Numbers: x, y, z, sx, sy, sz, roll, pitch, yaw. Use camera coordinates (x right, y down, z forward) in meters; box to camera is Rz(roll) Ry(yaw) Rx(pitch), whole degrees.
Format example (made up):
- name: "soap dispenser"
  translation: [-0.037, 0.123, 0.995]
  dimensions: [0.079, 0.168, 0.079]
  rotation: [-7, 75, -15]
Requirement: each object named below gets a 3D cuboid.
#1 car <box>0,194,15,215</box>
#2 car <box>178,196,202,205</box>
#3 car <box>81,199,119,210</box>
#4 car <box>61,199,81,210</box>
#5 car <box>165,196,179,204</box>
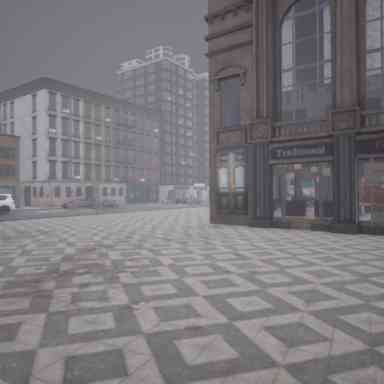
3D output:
- name: "car"
  translation: [-19.643, 1.215, 31.196]
  dimensions: [2.150, 2.045, 5.566]
  rotation: [-1, 0, 37]
- name: "car"
  translation: [0.048, 1.504, 58.544]
  dimensions: [1.994, 1.385, 4.181]
  rotation: [-1, 0, 36]
- name: "car"
  translation: [-11.463, 1.528, 42.640]
  dimensions: [1.994, 1.385, 4.181]
  rotation: [-1, 0, 36]
- name: "car"
  translation: [-14.872, 1.558, 43.463]
  dimensions: [1.994, 1.385, 4.181]
  rotation: [-1, 0, 36]
- name: "car"
  translation: [-2.904, 1.446, 60.013]
  dimensions: [2.128, 1.511, 4.902]
  rotation: [-1, 0, 36]
